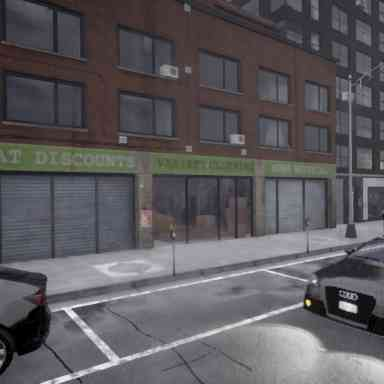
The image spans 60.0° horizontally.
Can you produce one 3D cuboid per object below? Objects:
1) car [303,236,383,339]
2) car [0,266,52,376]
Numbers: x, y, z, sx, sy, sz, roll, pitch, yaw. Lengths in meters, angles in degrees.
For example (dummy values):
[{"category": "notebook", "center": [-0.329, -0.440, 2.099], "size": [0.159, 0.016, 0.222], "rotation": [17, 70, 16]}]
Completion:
[{"category": "car", "center": [3.995, 1.563, 6.209], "size": [4.181, 1.385, 1.994], "rotation": [0, 0, -35]}, {"category": "car", "center": [-3.903, 1.566, 3.760], "size": [4.313, 1.339, 1.947], "rotation": [0, -1, -35]}]
